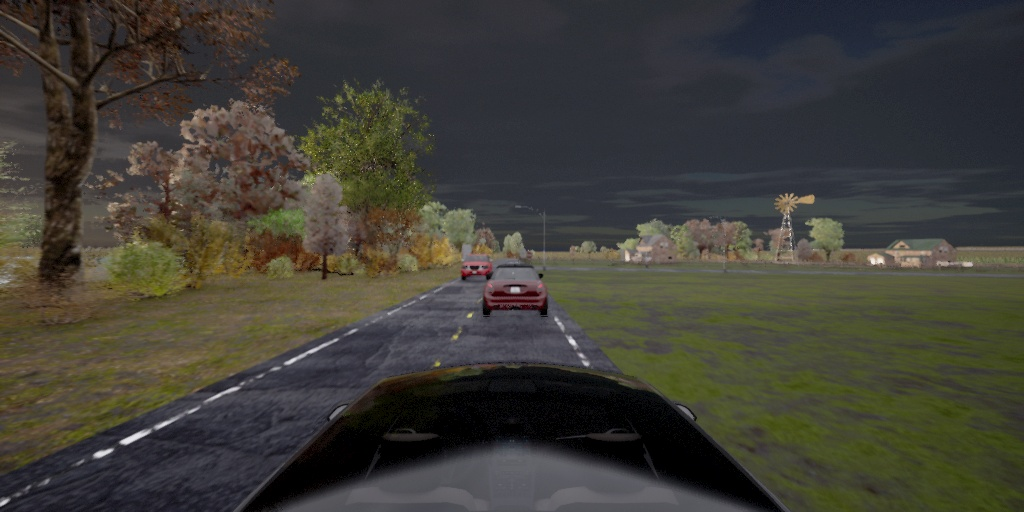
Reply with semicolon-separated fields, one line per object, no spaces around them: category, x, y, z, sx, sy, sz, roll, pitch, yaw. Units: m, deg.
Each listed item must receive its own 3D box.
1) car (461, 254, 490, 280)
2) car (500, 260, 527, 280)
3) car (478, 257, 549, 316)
car;-2.746;0.816;28.989;2.150;2.045;5.566;0;0;0
car;0.105;1.086;29.982;2.128;1.511;4.902;0;0;0
car;0.103;1.040;13.070;2.097;1.767;4.553;0;0;0
